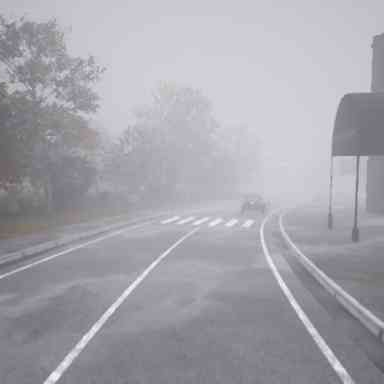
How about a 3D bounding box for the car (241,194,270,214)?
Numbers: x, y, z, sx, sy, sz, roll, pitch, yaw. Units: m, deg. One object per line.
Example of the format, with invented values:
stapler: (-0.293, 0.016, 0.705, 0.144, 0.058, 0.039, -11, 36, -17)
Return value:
car: (5.888, 0.958, 30.432, 2.097, 1.767, 4.553, 2, 2, 20)
